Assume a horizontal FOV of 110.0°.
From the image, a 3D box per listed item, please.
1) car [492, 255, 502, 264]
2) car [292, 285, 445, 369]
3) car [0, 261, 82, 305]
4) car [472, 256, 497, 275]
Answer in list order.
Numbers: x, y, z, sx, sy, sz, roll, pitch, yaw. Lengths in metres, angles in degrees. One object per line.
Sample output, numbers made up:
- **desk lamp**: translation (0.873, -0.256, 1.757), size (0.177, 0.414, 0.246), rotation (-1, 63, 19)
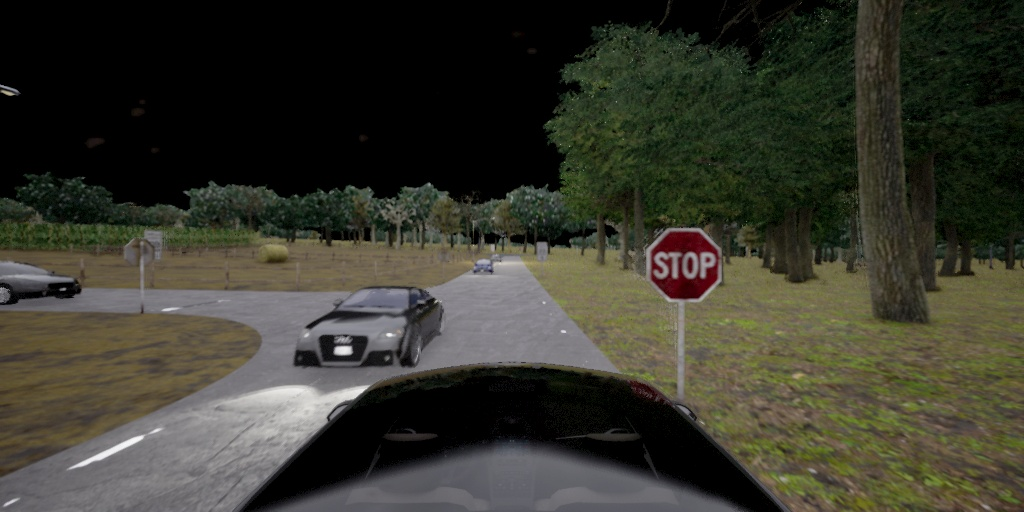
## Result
- **car**: translation (-2.684, 0.475, 60.180), size (1.994, 1.385, 4.181), rotation (0, 2, 0)
- **car**: translation (-2.740, 1.349, 7.817), size (1.994, 1.385, 4.181), rotation (0, 0, 0)
- **car**: translation (-19.013, 0.934, 13.257), size (4.892, 1.490, 1.837), rotation (1, 0, 0)
- **car**: translation (-2.711, 1.013, 34.808), size (1.812, 1.442, 4.674), rotation (0, 1, 0)
